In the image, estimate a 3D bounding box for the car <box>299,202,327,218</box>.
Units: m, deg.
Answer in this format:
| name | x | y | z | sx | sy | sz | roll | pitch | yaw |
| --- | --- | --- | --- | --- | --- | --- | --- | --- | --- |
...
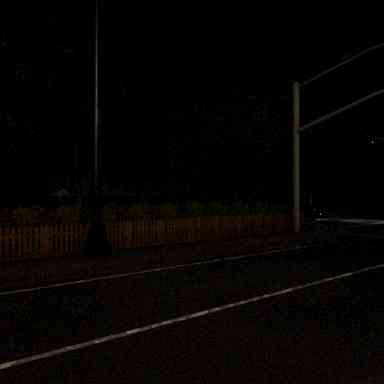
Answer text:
| name | x | y | z | sx | sy | sz | roll | pitch | yaw |
| --- | --- | --- | --- | --- | --- | --- | --- | --- | --- |
| car | 9.856 | 1.601 | 30.557 | 1.895 | 1.301 | 4.718 | 0 | 0 | -35 |
